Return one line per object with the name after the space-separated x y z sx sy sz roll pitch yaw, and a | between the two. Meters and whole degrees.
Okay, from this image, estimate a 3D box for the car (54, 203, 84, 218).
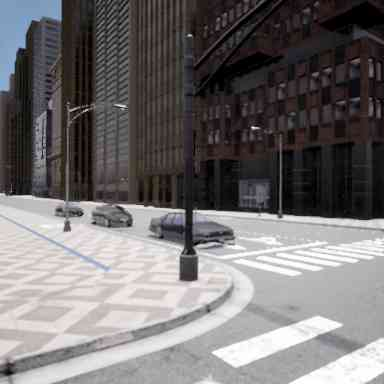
-12.685 1.809 34.101 2.033 1.411 5.357 0 0 -35 | car

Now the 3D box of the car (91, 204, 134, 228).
-5.974 1.711 24.568 1.837 1.490 4.892 0 0 -35 | car

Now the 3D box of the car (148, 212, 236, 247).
-0.231 1.702 16.419 2.033 1.411 5.357 0 -1 -35 | car
